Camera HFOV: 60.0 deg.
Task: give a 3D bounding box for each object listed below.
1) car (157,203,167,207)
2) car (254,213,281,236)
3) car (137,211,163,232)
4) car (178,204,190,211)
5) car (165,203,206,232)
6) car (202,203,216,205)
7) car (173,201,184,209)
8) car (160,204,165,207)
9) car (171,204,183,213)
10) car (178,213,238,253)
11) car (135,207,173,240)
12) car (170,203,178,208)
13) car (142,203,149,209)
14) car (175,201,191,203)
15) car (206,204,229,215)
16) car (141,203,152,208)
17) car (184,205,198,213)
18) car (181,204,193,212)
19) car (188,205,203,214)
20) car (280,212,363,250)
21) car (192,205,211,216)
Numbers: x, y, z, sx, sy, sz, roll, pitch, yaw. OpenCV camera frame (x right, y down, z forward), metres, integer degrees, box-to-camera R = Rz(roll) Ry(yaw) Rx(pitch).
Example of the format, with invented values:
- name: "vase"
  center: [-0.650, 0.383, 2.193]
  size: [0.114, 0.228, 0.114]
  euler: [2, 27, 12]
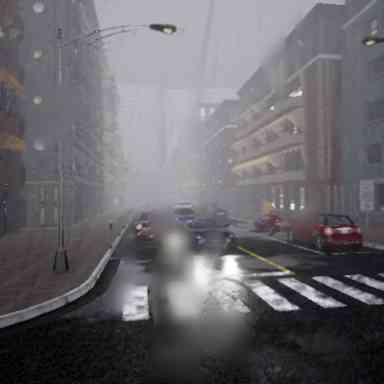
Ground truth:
- name: "car"
  center: [-4.056, 2.729, 49.091]
  size: [1.812, 1.442, 4.674]
  euler: [-1, -2, -8]
- name: "car"
  center: [5.339, 2.007, 21.364]
  size: [1.802, 1.307, 4.206]
  euler: [-1, -1, -8]
- name: "car"
  center: [-3.256, 2.234, 25.698]
  size: [1.802, 1.307, 4.206]
  euler: [-1, -1, -8]
- name: "car"
  center: [-1.832, 3.217, 70.772]
  size: [2.008, 1.369, 4.403]
  euler: [-1, -1, -8]
- name: "car"
  center: [-0.590, 1.938, 24.542]
  size: [2.097, 1.767, 4.553]
  euler: [-1, -1, -8]
- name: "car"
  center: [2.143, 2.294, 43.328]
  size: [2.192, 1.841, 5.009]
  euler: [-1, -1, -8]
- name: "car"
  center: [-3.431, 3.256, 81.757]
  size: [2.192, 1.841, 5.009]
  euler: [-1, -1, -8]
- name: "car"
  center: [-1.987, 2.335, 34.237]
  size: [1.837, 1.490, 4.892]
  euler: [-1, -1, -8]
- name: "car"
  center: [-2.730, 2.955, 59.839]
  size: [1.812, 1.442, 4.674]
  euler: [-1, -1, -8]
- name: "car"
  center: [0.716, 1.923, 15.564]
  size: [1.994, 1.385, 4.181]
  euler: [-1, -1, -8]
- name: "car"
  center: [-2.464, 1.953, 20.211]
  size: [1.967, 1.590, 4.097]
  euler: [-1, -1, -8]
- name: "car"
  center: [-5.042, 3.745, 92.900]
  size: [1.752, 1.417, 4.829]
  euler: [-1, -1, -8]
- name: "car"
  center: [-11.992, 3.687, 85.921]
  size: [1.752, 1.417, 4.829]
  euler: [-1, -1, -8]
- name: "car"
  center: [-1.237, 2.394, 49.590]
  size: [2.150, 2.045, 5.566]
  euler: [-1, -1, -8]
- name: "car"
  center: [2.946, 2.406, 37.833]
  size: [1.947, 1.339, 4.313]
  euler: [-1, -1, -8]
- name: "car"
  center: [-8.037, 2.920, 58.641]
  size: [1.967, 1.590, 4.097]
  euler: [-1, -1, -8]
- name: "car"
  center: [-0.239, 2.974, 59.792]
  size: [1.802, 1.307, 4.206]
  euler: [-1, -1, -8]
- name: "car"
  center: [-1.035, 3.095, 65.282]
  size: [1.947, 1.339, 4.313]
  euler: [-1, -1, -8]
- name: "car"
  center: [0.558, 2.837, 54.302]
  size: [1.802, 1.307, 4.206]
  euler: [-1, -1, -8]
- name: "car"
  center: [6.135, 1.727, 15.877]
  size: [1.967, 1.590, 4.097]
  euler: [-1, -1, -8]
- name: "car"
  center: [1.353, 2.667, 48.813]
  size: [2.008, 1.369, 4.403]
  euler: [-1, -1, -8]
